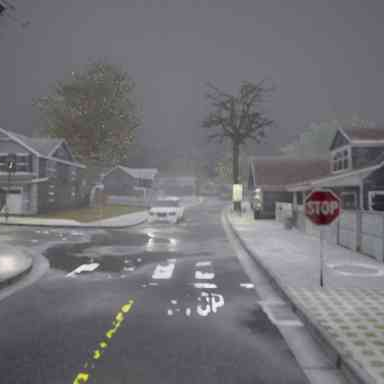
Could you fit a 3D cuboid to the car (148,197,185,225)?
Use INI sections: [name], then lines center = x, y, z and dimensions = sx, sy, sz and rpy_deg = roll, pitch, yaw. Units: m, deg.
[car]
center = -1.856, 1.452, 25.553
dimensions = 2.150, 2.045, 5.566
rpy_deg = 0, 1, 5
